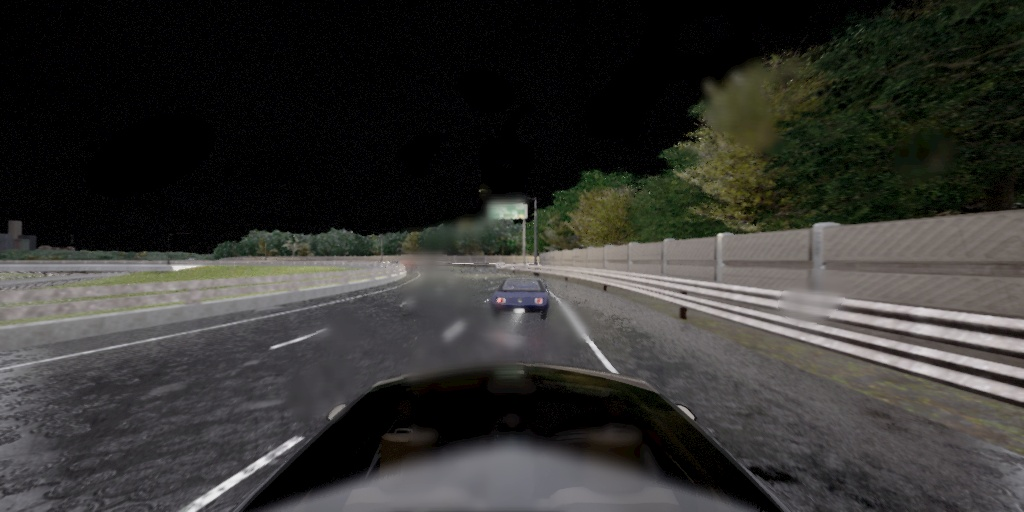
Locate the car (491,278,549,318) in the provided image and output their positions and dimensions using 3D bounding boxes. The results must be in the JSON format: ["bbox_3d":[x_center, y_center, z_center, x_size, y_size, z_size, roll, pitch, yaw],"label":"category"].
[{"bbox_3d":[0.396,1.493,13.676,1.895,1.301,4.718,0,-1,4],"label":"car"}]
